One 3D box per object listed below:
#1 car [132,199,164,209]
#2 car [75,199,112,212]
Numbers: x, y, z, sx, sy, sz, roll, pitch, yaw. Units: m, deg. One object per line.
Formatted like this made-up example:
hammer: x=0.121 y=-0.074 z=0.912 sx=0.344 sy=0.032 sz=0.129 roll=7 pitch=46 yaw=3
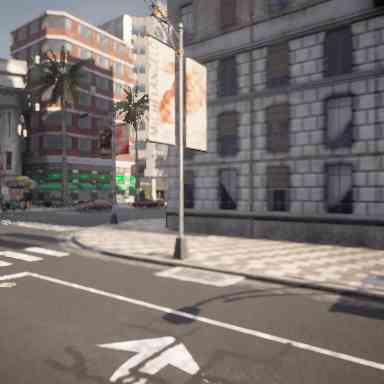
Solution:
car: x=-6.253 y=1.686 z=47.219 sx=1.895 sy=1.301 sz=4.718 roll=0 pitch=0 yaw=37
car: x=-11.717 y=1.611 z=39.807 sx=1.812 sy=1.442 sz=4.674 roll=0 pitch=0 yaw=36
